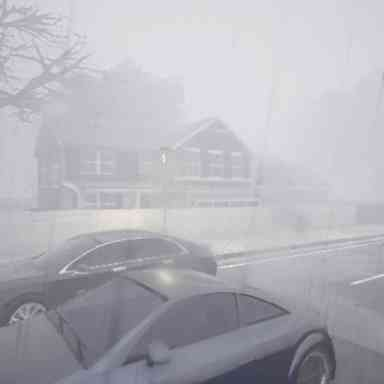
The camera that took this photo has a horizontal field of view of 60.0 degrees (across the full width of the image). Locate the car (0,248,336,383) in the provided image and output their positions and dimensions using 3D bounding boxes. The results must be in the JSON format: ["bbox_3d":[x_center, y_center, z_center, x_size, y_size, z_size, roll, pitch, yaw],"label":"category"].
[{"bbox_3d":[-0.424,1.581,3.383,4.181,1.385,1.994,1,0,-35],"label":"car"}]

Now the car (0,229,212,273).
[{"bbox_3d":[-1.704,1.530,6.463,4.892,1.490,1.837,1,0,-35],"label":"car"}]
